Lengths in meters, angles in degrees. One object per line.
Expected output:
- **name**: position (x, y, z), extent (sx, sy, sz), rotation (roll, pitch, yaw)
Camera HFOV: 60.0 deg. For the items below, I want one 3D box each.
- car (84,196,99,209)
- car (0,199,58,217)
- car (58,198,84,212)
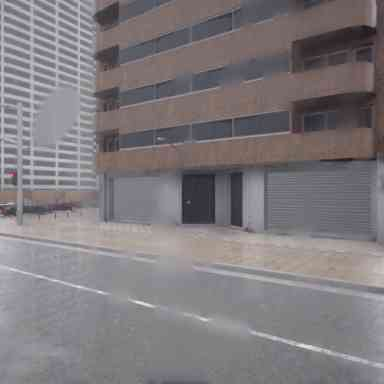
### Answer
- **car**: position (-13.839, 1.564, 45.606), extent (1.994, 1.385, 4.181), rotation (0, 0, 35)
- **car**: position (-15.323, 1.525, 30.941), extent (1.812, 1.442, 4.674), rotation (0, 0, 36)
- **car**: position (-15.161, 1.477, 37.566), extent (1.882, 1.535, 5.008), rotation (0, 0, 35)
